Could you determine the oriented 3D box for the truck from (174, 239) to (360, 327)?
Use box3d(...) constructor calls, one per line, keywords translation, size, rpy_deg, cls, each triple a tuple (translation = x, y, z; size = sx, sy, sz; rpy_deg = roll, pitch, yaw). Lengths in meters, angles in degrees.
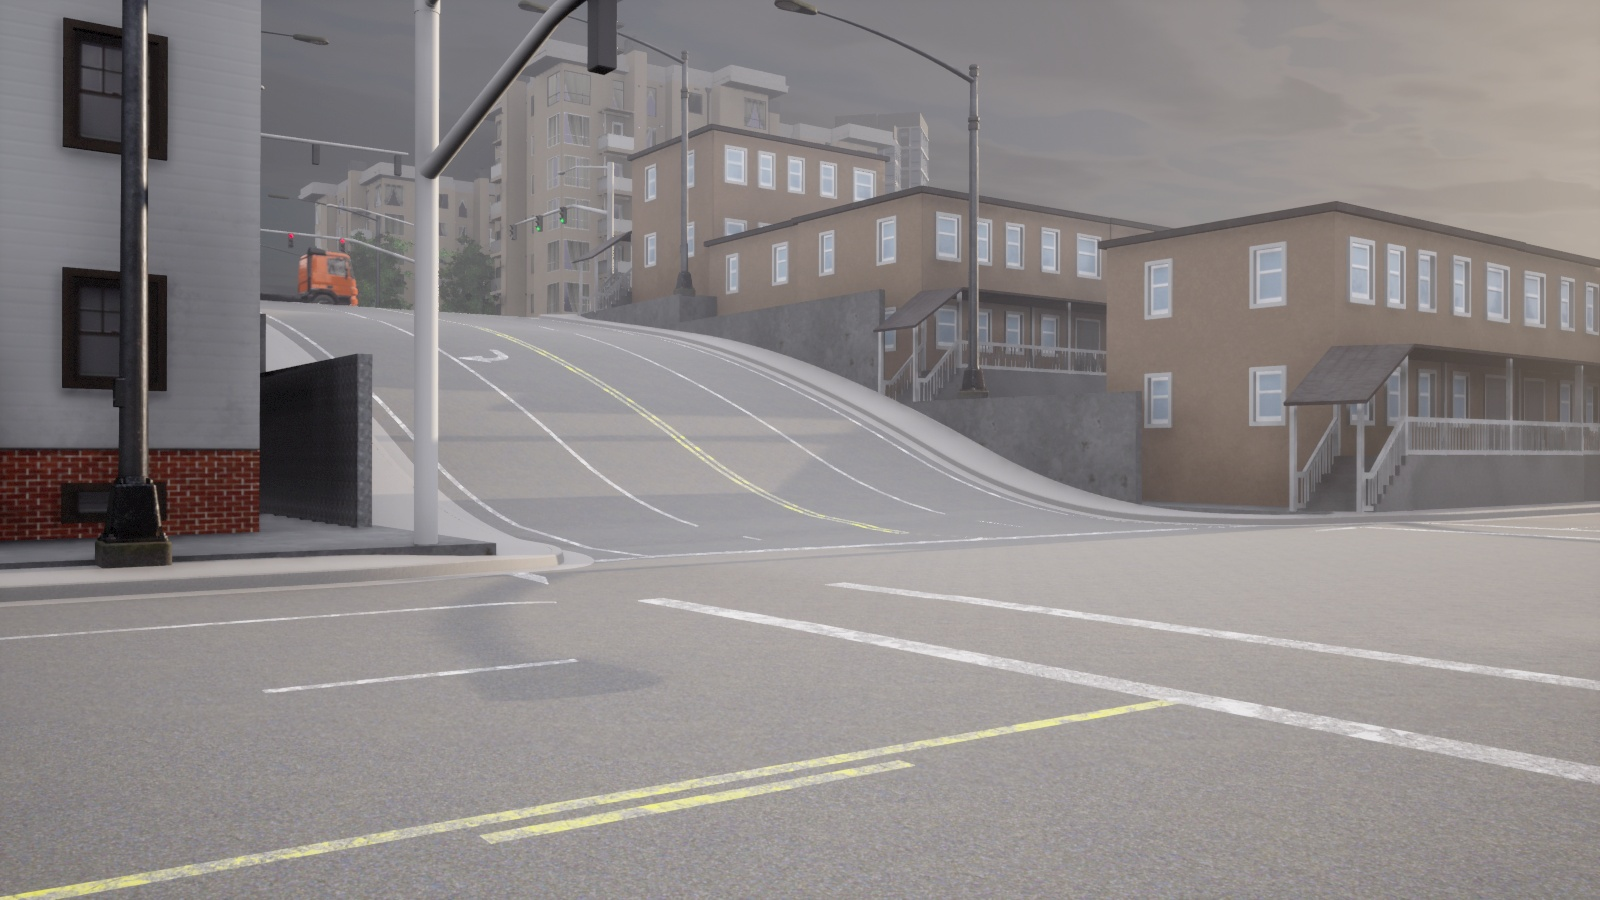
box3d(translation=(-26.054, -8.068, 61.622), size=(7.936, 3.462, 2.891), rpy_deg=(-1, 0, -35), cls="truck")
